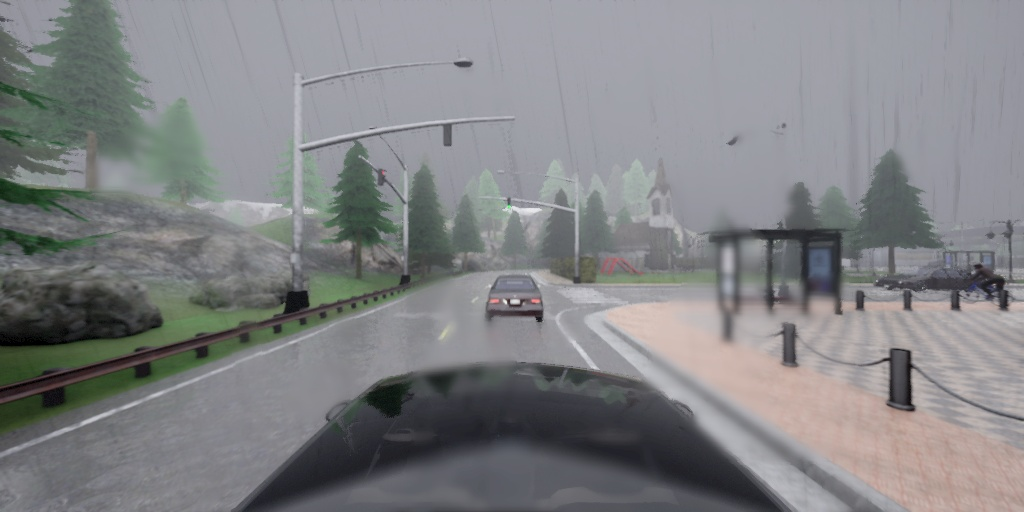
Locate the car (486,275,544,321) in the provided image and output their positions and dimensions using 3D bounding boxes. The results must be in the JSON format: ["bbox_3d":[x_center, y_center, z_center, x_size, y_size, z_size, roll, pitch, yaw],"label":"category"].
[{"bbox_3d":[0.092,1.375,12.836,2.033,1.411,5.357,0,0,0],"label":"car"}]

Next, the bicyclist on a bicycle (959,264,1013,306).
[{"bbox_3d":[18.353,1.123,13.959,0.582,1.620,1.656,0,-1,0],"label":"bicyclist on a bicycle"}]

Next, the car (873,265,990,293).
[{"bbox_3d":[25.056,1.423,21.490,5.357,1.411,2.033,0,0,0],"label":"car"}]
